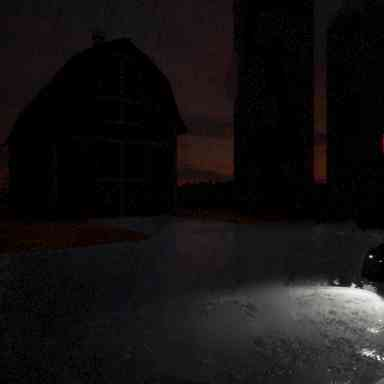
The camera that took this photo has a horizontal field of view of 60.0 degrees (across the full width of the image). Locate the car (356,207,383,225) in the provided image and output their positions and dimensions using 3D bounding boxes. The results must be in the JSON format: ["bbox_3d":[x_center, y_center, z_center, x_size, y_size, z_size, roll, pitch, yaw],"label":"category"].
[{"bbox_3d":[11.735,1.533,19.072,1.994,1.381,4.181,0,0,-36],"label":"car"}]

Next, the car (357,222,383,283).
[{"bbox_3d":[6.100,1.556,8.346,4.181,1.385,1.994,0,0,-36],"label":"car"}]
